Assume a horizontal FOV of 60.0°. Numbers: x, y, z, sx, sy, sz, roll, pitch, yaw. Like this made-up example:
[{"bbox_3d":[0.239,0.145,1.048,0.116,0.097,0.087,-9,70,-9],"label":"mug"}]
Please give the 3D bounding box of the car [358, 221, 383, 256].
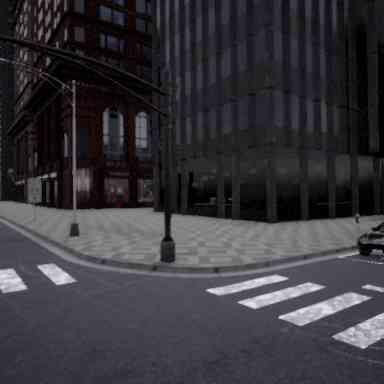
[{"bbox_3d":[7.926,1.622,12.313,4.313,1.339,1.947,0,-1,-35],"label":"car"}]
